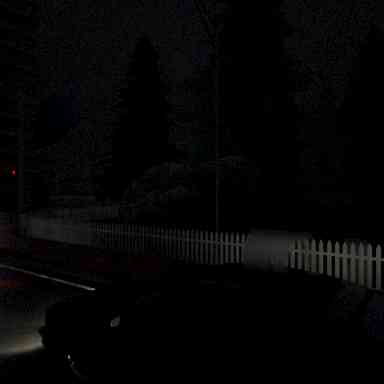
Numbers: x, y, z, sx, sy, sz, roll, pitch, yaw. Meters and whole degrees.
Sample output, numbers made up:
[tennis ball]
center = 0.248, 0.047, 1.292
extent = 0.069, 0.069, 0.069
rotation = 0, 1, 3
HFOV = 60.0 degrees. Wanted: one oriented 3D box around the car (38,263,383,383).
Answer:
[car]
center = 0.574, 1.547, 3.585
extent = 5.357, 1.411, 2.033
rotation = 0, 0, 36
